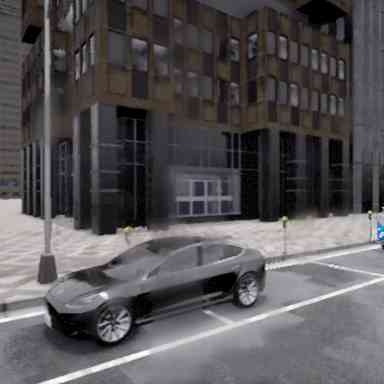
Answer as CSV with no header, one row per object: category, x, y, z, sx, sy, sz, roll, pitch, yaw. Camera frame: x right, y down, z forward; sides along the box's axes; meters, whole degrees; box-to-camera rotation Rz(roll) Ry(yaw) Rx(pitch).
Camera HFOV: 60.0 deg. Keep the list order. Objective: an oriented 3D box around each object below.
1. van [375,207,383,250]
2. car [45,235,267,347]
van,8.748,1.346,12.896,3.998,1.788,1.690,0,0,-36
car,-0.429,1.567,6.347,4.313,1.339,1.947,0,0,-36
